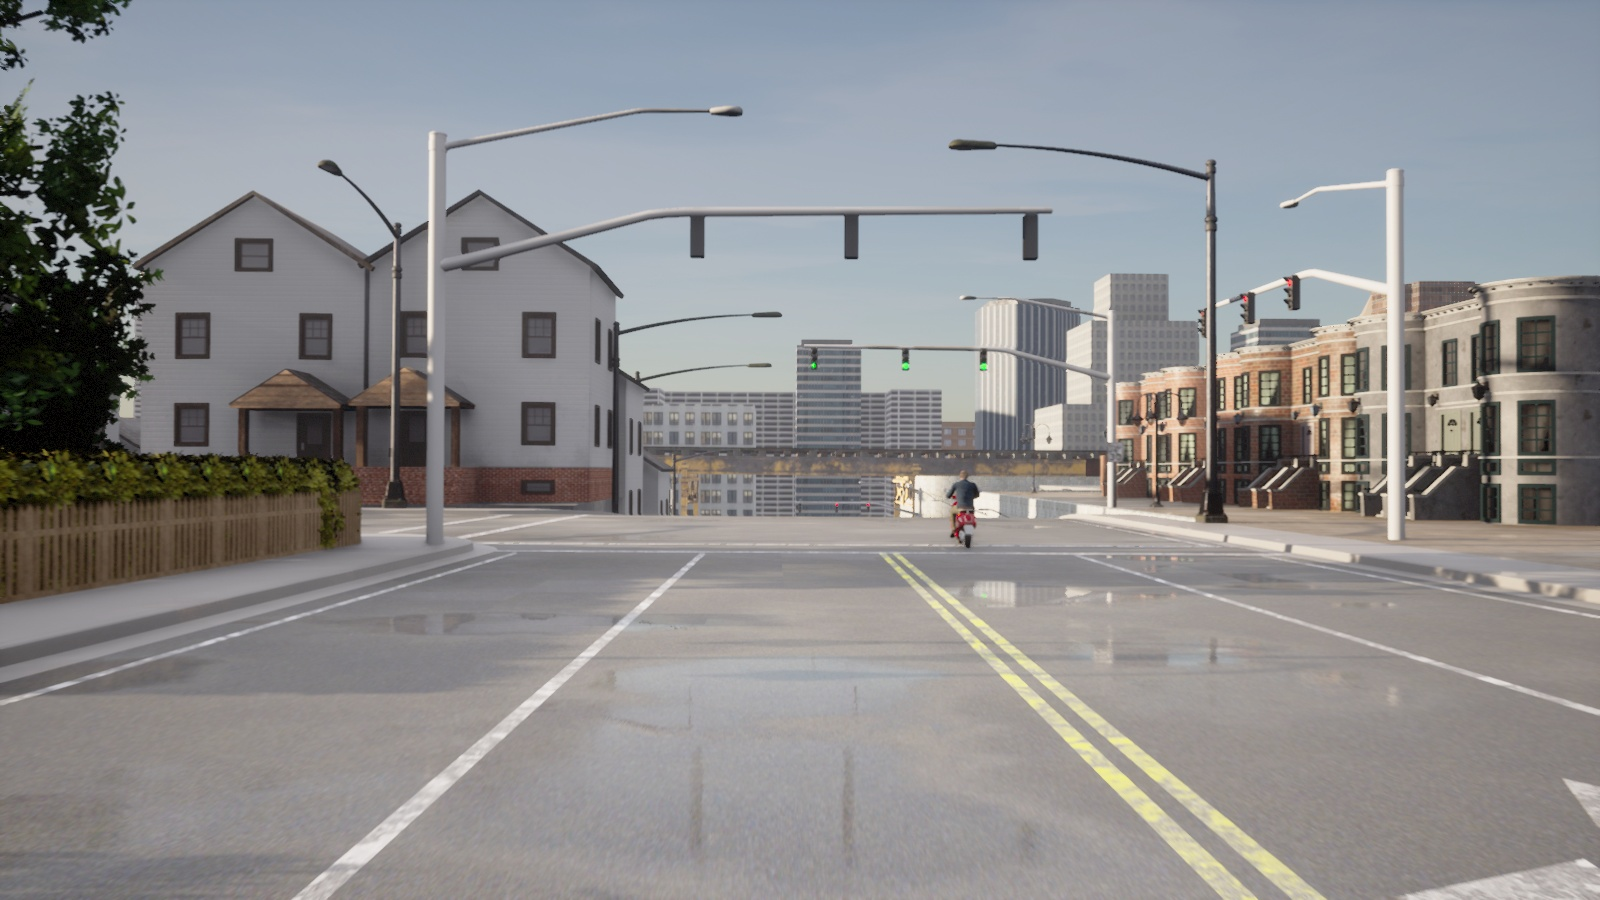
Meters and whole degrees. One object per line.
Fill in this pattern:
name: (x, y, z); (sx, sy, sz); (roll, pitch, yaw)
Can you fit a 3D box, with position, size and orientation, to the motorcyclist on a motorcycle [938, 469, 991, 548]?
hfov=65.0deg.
motorcyclist on a motorcycle: (3.435, 1.195, 26.364); (0.866, 1.590, 1.817); (0, -1, 0)
